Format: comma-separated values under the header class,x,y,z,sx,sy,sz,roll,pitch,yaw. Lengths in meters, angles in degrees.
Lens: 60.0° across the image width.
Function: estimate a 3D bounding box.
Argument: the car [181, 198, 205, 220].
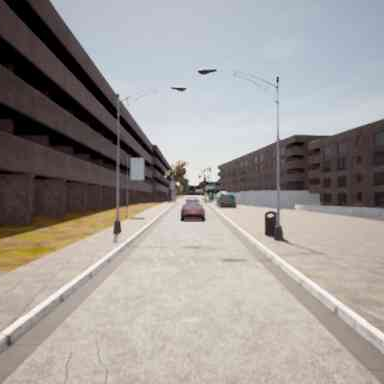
class,x,y,z,sx,sy,sz,roll,pitch,yaw
car,0.065,1.509,27.957,1.994,1.385,4.181,0,1,0
